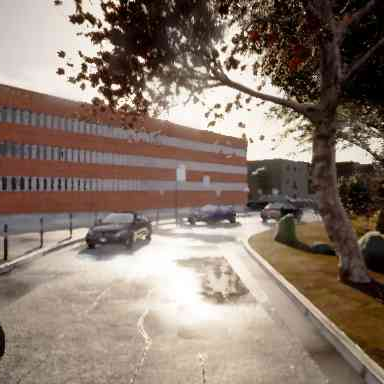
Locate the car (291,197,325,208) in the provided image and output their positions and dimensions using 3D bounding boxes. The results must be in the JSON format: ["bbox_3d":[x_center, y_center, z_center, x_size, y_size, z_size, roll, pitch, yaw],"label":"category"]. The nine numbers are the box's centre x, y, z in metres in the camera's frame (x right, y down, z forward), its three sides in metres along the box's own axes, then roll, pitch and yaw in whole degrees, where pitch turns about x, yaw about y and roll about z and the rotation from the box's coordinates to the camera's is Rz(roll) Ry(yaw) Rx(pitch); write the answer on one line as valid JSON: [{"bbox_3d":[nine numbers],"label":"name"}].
[{"bbox_3d":[18.406,1.634,52.830,4.674,1.452,2.002,0,0,38],"label":"car"}]

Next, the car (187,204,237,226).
[{"bbox_3d":[1.589,1.604,24.377,1.812,1.442,4.674,0,0,37],"label":"car"}]

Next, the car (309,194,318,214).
[{"bbox_3d":[15.003,1.358,36.127,2.150,2.045,5.566,0,0,39],"label":"car"}]

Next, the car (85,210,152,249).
[{"bbox_3d":[-3.082,1.570,15.053,1.812,1.442,4.674,0,0,8],"label":"car"}]

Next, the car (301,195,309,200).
[{"bbox_3d":[13.137,1.595,46.190,5.008,1.535,2.097,0,0,38],"label":"car"}]

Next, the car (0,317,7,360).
[{"bbox_3d":[-3.286,1.568,2.374,1.994,1.385,4.181,0,0,1],"label":"car"}]

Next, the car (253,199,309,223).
[{"bbox_3d":[7.076,1.598,26.028,2.128,1.511,4.902,0,0,38],"label":"car"}]

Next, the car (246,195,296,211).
[{"bbox_3d":[9.611,1.339,41.772,5.566,2.045,2.435,0,0,38],"label":"car"}]

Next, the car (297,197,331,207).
[{"bbox_3d":[20.135,1.623,55.065,4.792,1.488,2.163,0,0,38],"label":"car"}]
